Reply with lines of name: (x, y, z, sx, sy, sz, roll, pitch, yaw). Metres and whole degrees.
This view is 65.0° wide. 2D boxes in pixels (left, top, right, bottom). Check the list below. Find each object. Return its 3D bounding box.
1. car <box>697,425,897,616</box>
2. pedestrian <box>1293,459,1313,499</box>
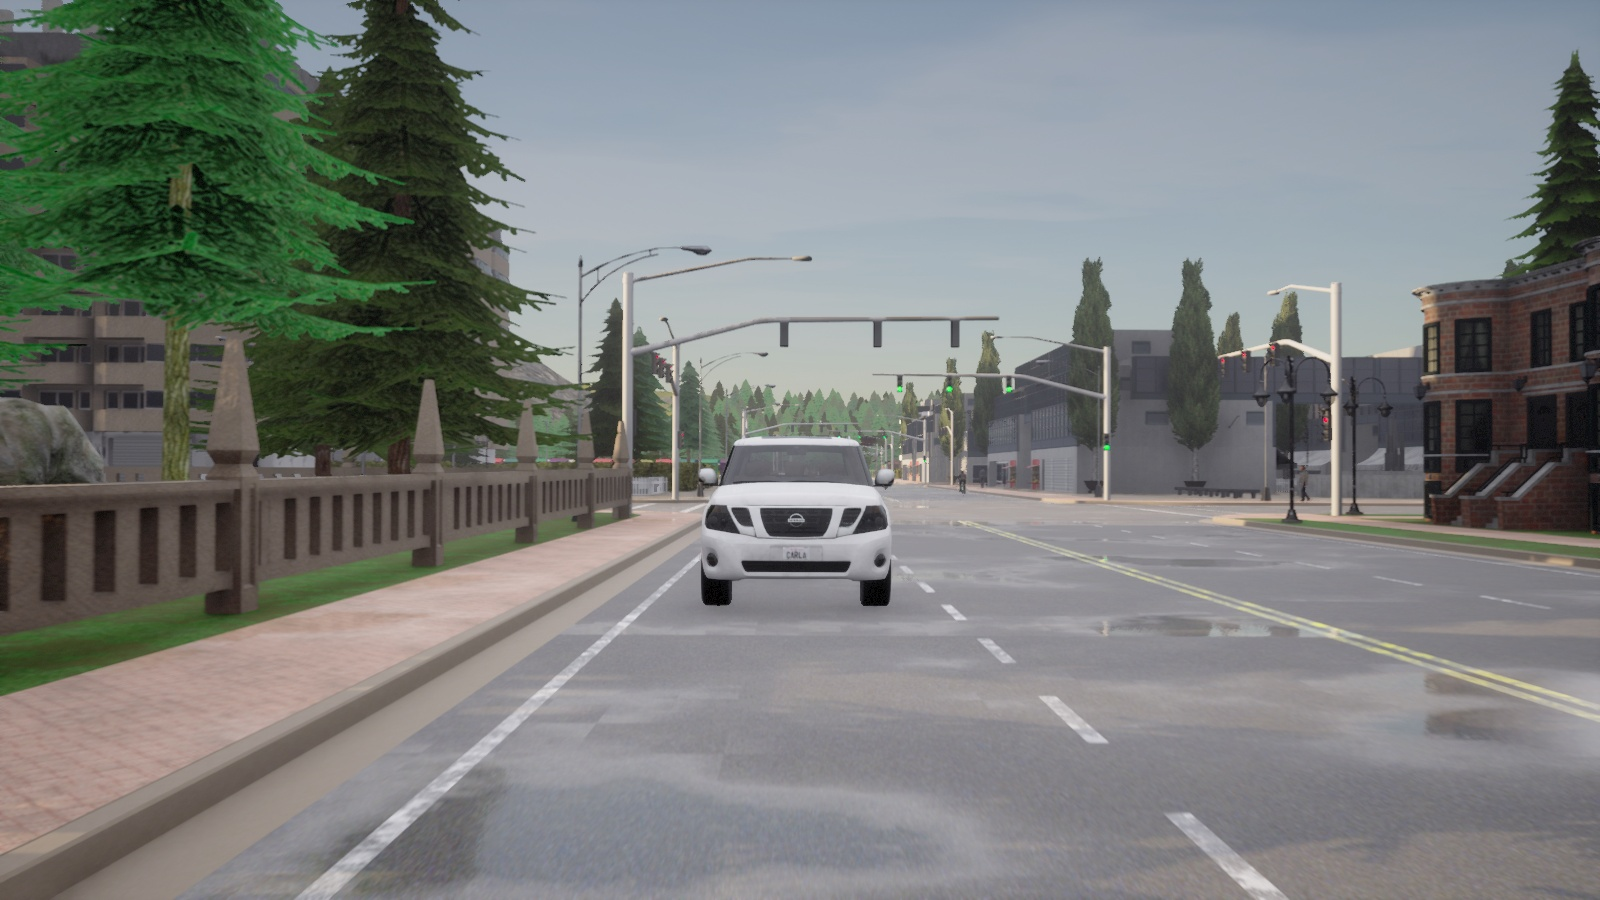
car: (-0.041, 0.807, 16.329, 2.150, 2.045, 5.566, 0, -1, 0)
pedestrian: (24.527, 1.401, 61.280, 0.788, 1.949, 0.423, 0, -1, -7)
